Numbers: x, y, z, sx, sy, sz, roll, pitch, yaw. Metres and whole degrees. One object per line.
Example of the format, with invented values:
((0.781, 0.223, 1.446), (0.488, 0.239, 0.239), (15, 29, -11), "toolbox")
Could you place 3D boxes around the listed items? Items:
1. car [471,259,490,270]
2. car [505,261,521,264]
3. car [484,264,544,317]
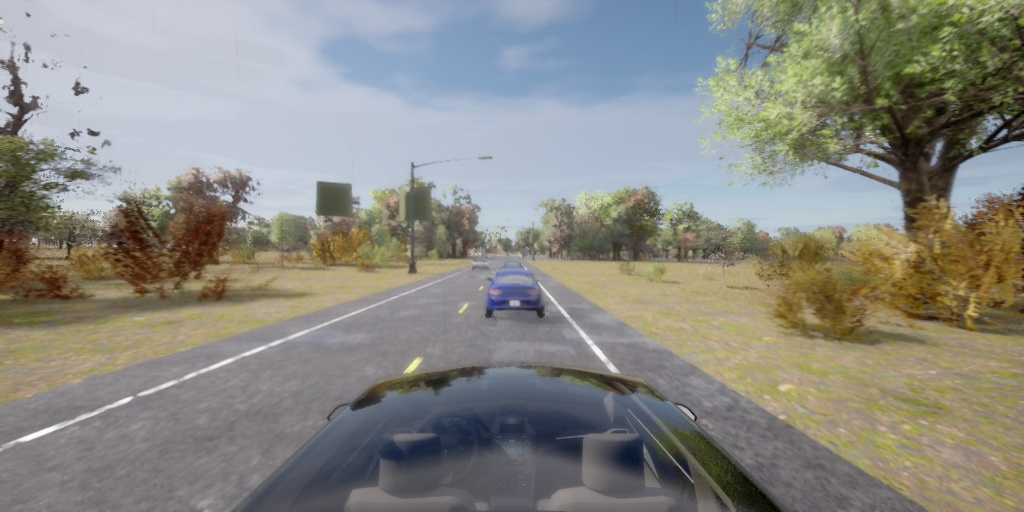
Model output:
((-3.592, 0.973, 41.653), (1.895, 1.301, 4.718), (0, 1, 0), "car")
((0.084, 1.068, 27.670), (1.994, 1.385, 4.181), (0, 1, 0), "car")
((0.088, 1.172, 12.581), (1.812, 1.442, 4.674), (0, 1, 0), "car")
